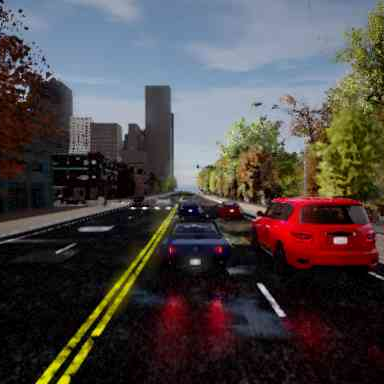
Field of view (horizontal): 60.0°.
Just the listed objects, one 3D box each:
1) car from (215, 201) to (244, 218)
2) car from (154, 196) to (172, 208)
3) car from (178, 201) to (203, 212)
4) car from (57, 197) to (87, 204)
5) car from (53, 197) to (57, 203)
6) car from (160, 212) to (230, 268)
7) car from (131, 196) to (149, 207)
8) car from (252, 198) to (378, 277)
[{"bbox_3d":[3.101,1.433,28.077,1.994,1.385,4.181,0,0,-1],"label":"car"},{"bbox_3d":[-3.832,1.318,44.955,1.812,1.442,4.674,0,0,0],"label":"car"},{"bbox_3d":[-0.150,1.433,28.124,1.994,1.385,4.181,0,0,-1],"label":"car"},{"bbox_3d":[-20.712,1.553,58.332,4.313,1.339,1.947,-1,1,-1],"label":"car"},{"bbox_3d":[-29.186,1.513,66.703,4.403,1.369,2.008,-1,2,-1],"label":"car"},{"bbox_3d":[0.081,1.549,11.025,1.895,1.301,4.718,0,0,0],"label":"car"},{"bbox_3d":[-7.087,1.297,45.617,1.837,1.490,4.892,0,0,0],"label":"car"},{"bbox_3d":[3.335,1.173,10.178,2.150,2.045,5.566,0,0,0],"label":"car"}]
